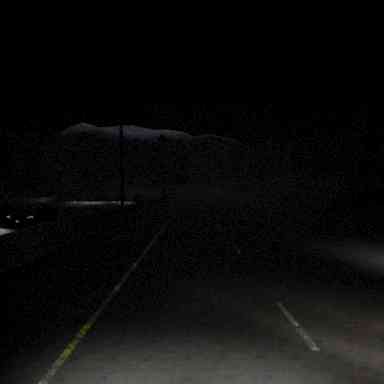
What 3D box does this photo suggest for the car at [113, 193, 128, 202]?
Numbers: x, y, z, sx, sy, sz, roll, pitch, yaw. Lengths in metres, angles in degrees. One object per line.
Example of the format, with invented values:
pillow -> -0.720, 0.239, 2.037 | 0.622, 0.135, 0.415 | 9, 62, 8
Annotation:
car -> -13.983, 0.939, 65.079 | 2.097, 1.767, 4.553 | 0, 1, 0

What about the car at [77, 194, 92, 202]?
car -> -20.978, 1.110, 65.033 | 1.812, 1.442, 4.674 | 0, 1, 0

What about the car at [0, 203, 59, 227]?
car -> -10.577, 1.504, 22.470 | 1.812, 1.442, 4.674 | 0, 0, 0

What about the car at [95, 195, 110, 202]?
car -> -17.478, 1.183, 65.005 | 1.895, 1.301, 4.718 | 0, 1, 0

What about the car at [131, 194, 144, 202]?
car -> -10.486, 1.091, 63.989 | 1.882, 1.535, 5.008 | 0, 1, 0
